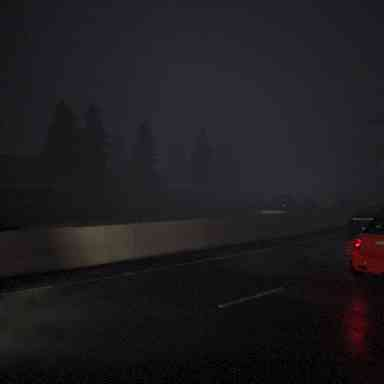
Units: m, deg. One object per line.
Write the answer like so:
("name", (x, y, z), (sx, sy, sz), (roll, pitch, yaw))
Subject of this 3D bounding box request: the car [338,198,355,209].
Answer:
("car", (22.024, 1.579, 47.294), (2.033, 1.411, 5.357), (0, 0, 26))

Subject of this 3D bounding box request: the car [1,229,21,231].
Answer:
("car", (-8.389, 1.505, 11.010), (5.008, 1.535, 1.882), (0, 0, -36))

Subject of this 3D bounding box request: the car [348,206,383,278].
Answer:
("car", (6.254, 1.356, 9.130), (4.553, 1.767, 2.097), (0, 0, -41))
